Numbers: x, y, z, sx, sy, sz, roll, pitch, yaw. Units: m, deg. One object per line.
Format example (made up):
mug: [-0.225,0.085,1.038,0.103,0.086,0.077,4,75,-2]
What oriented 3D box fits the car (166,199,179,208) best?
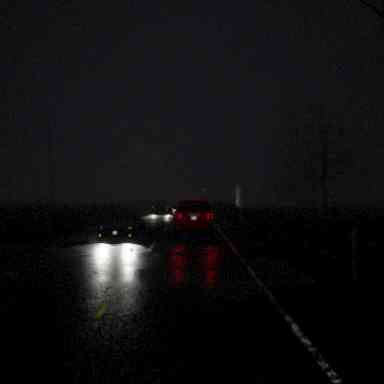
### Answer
car: [-3.518,2.052,60.384,2.128,1.511,4.902,0,-1,0]

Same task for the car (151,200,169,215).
car: [-3.600,1.714,39.522,2.097,1.767,4.553,0,-1,0]

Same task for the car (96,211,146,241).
car: [-3.605,1.726,17.510,1.994,1.385,4.181,0,-1,0]

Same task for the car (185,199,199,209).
car: [-0.017,2.002,55.821,2.128,1.511,4.902,0,-1,0]

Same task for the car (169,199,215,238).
car: [0.094,1.397,19.028,2.150,2.045,5.566,0,-1,0]
